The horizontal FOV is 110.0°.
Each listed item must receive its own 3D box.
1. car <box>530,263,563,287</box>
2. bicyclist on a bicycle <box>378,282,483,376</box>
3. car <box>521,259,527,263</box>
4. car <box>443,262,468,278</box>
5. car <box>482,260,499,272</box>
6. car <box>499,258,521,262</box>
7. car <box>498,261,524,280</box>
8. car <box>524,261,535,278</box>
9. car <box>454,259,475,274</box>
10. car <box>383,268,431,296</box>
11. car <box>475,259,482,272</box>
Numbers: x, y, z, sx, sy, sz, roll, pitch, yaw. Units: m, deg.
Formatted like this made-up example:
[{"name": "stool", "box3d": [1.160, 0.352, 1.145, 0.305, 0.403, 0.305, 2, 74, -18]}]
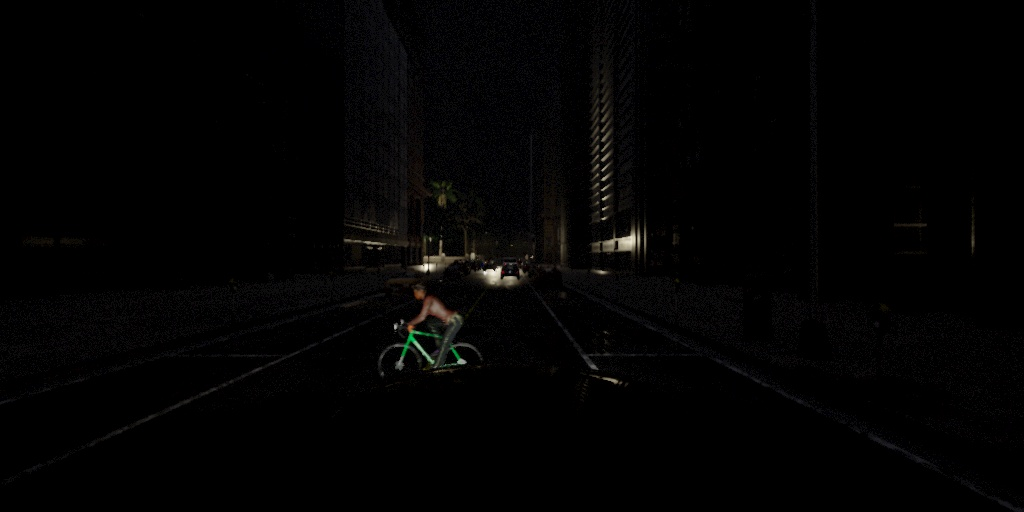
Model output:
[{"name": "car", "box3d": [2.612, 1.445, 26.127, 1.888, 1.381, 4.507, 0, 0, 0]}, {"name": "bicyclist on a bicycle", "box3d": [-1.265, 1.226, 5.566, 1.656, 1.620, 0.582, 0, 0, 0]}, {"name": "car", "box3d": [2.470, 1.482, 47.825, 1.967, 1.591, 4.097, 0, 0, 0]}, {"name": "car", "box3d": [-5.984, 1.552, 36.930, 1.802, 1.307, 4.207, 0, 0, 0]}, {"name": "car", "box3d": [-3.427, 1.654, 54.756, 1.994, 1.385, 4.181, 0, 0, 0]}, {"name": "car", "box3d": [-0.238, 1.265, 48.079, 2.150, 2.045, 5.566, 0, 0, 0]}, {"name": "car", "box3d": [-0.170, 1.503, 34.771, 2.033, 1.411, 5.357, 0, 0, 0]}, {"name": "car", "box3d": [2.540, 1.495, 37.146, 1.751, 1.417, 4.829, 0, 0, 0]}, {"name": "car", "box3d": [-6.019, 1.320, 42.355, 2.192, 1.841, 5.009, 0, 0, 0]}, {"name": "car", "box3d": [-5.877, 1.391, 20.482, 1.751, 1.417, 4.829, 0, 0, 0]}, {"name": "car", "box3d": [-6.090, 1.394, 53.206, 2.192, 1.841, 5.009, 0, 0, 0]}]
